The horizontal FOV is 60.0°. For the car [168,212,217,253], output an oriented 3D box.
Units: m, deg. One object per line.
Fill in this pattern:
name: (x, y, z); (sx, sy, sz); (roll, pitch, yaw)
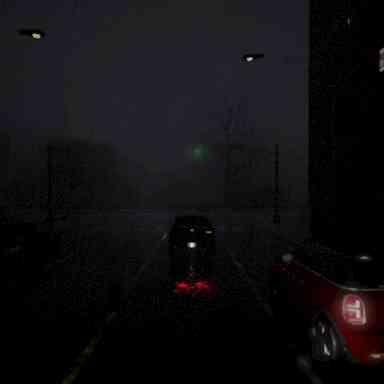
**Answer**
car: (0.009, 1.642, 14.290); (1.837, 1.490, 4.892); (0, 0, 0)

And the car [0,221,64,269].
car: (-5.797, 1.689, 11.399); (1.802, 1.307, 4.206); (-1, -1, 0)

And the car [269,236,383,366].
car: (2.675, 1.496, 5.929); (1.967, 1.590, 4.097); (-1, -1, 0)
